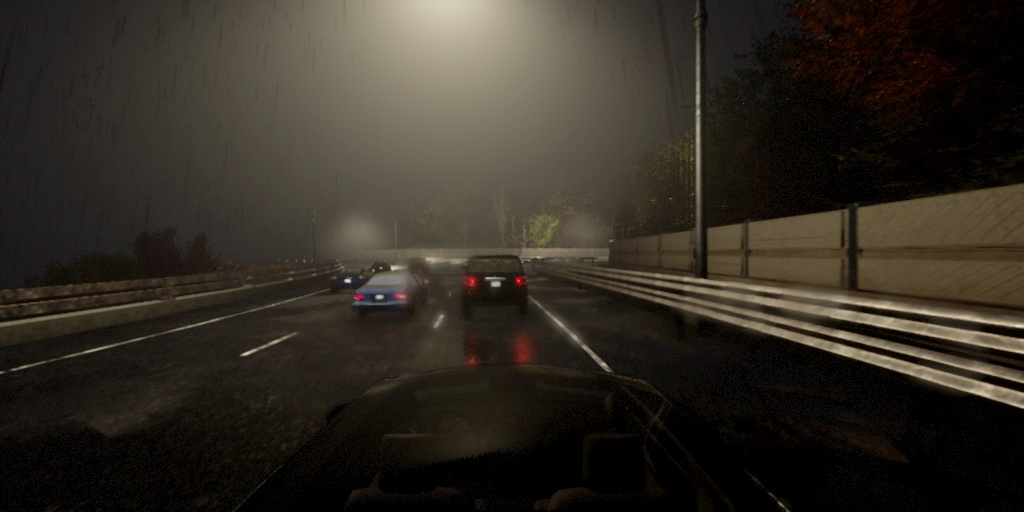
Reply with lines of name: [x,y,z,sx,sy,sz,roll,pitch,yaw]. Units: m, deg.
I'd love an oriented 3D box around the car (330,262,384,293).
car: [-9.010,1.262,20.807,1.994,1.385,4.181,0,0,-11]

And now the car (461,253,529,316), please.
car: [-0.690,0.911,13.352,2.150,2.045,5.566,0,0,-5]

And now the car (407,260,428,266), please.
car: [-9.452,1.107,35.997,2.128,1.511,4.902,0,0,-19]

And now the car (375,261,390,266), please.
car: [-14.073,1.193,38.517,1.994,1.385,4.181,0,0,-20]

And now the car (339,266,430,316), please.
car: [-4.222,1.259,13.158,2.033,1.411,5.357,0,0,-6]
